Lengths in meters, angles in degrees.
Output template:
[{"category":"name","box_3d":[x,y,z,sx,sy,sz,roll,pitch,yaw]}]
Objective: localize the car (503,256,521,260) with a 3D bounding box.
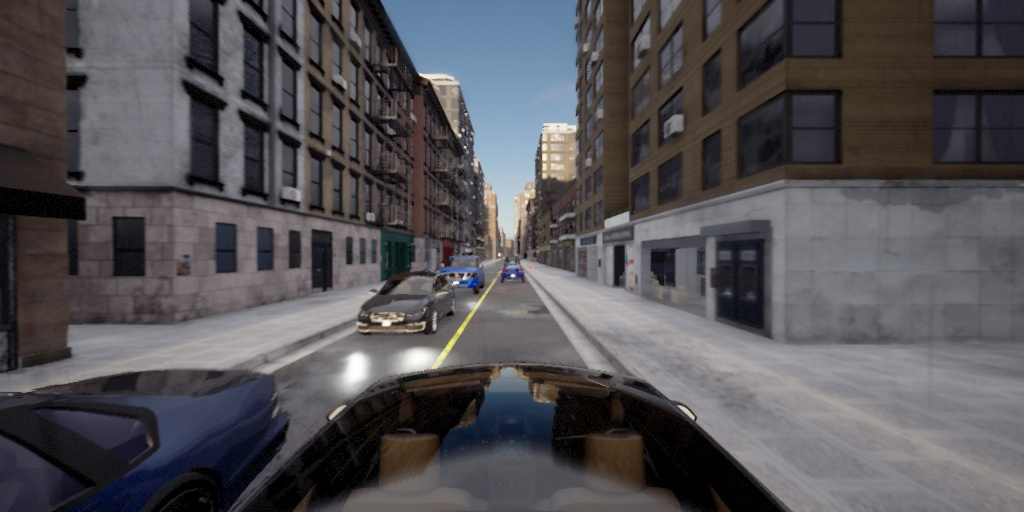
[{"category":"car","box_3d":[0.045,0.968,46.783,2.150,2.045,5.566,0,0,0]}]

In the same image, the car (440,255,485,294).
[{"category":"car","box_3d":[-2.773,0.975,20.678,2.150,2.045,5.566,0,0,0]}]

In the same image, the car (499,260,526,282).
[{"category":"car","box_3d":[0.070,1.277,28.396,1.812,1.442,4.674,0,0,0]}]

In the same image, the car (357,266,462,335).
[{"category":"car","box_3d":[-2.849,1.254,10.596,1.837,1.490,4.892,0,1,0]}]

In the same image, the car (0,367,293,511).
[{"category":"car","box_3d":[-2.843,1.298,0.753,2.033,1.411,5.357,0,0,0]}]
